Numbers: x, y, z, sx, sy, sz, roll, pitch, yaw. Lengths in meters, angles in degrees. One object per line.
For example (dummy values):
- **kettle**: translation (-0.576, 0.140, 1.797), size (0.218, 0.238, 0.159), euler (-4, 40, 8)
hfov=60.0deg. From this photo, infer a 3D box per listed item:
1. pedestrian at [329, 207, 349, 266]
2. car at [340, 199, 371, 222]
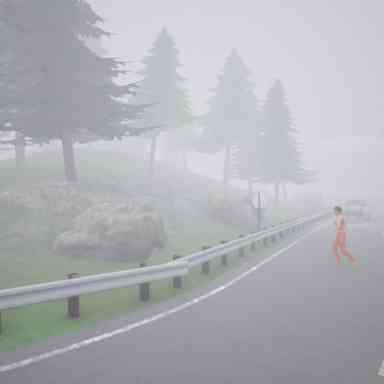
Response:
- **pedestrian**: translation (4.423, 1.294, 9.975), size (0.375, 1.860, 0.375), euler (0, 0, 29)
- **car**: translation (13.083, 1.352, 26.538), size (2.097, 1.767, 4.553), euler (0, 0, 30)
